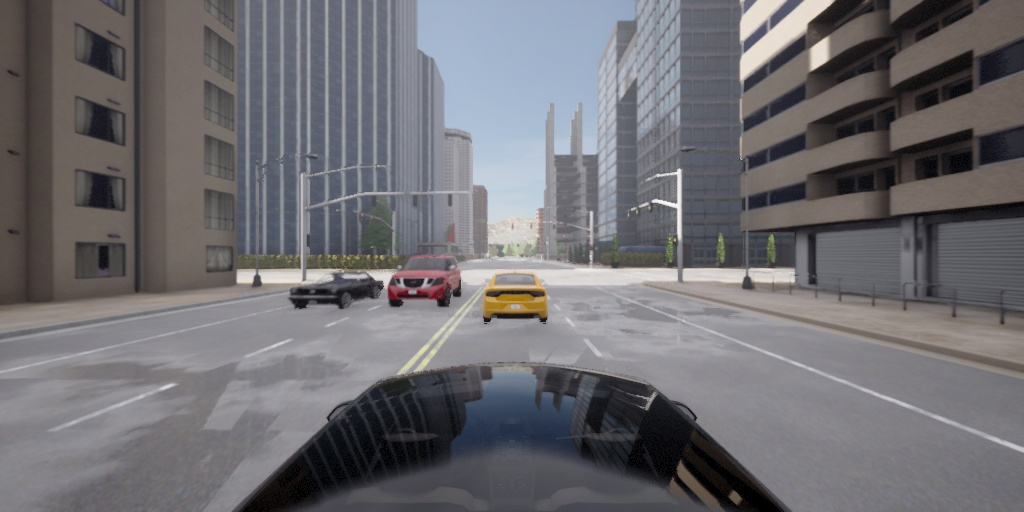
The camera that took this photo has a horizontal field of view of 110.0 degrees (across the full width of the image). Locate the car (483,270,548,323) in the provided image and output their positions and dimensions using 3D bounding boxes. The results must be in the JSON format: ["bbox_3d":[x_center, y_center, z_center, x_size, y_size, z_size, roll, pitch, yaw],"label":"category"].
[{"bbox_3d":[0.096,1.212,12.100,1.882,1.535,5.008,0,0,0],"label":"car"}]

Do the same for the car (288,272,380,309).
[{"bbox_3d":[-7.037,1.333,14.890,1.895,1.301,4.718,0,0,1],"label":"car"}]

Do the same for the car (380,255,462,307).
[{"bbox_3d":[-3.530,0.955,15.574,2.150,2.045,5.566,0,0,0],"label":"car"}]
